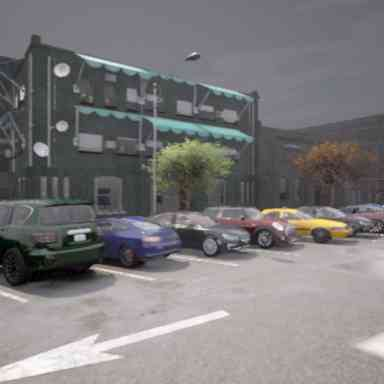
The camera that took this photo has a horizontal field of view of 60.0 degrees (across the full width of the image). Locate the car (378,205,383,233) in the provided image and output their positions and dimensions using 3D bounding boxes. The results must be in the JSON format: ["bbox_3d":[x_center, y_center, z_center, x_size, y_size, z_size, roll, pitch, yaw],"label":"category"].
[{"bbox_3d":[9.534,1.562,19.937,4.792,1.488,2.163,-1,-1,35],"label":"car"}]

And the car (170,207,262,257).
[{"bbox_3d":[-0.085,1.507,13.066,4.892,1.521,2.231,-1,-1,35],"label":"car"}]

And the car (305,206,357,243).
[{"bbox_3d":[4.895,1.514,16.396,5.366,1.575,1.946,-1,-1,34],"label":"car"}]

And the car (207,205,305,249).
[{"bbox_3d":[2.304,1.387,14.800,4.553,1.767,2.185,-1,-1,35],"label":"car"}]

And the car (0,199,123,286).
[{"bbox_3d":[-4.930,1.241,9.642,5.566,2.045,2.435,-1,-1,35],"label":"car"}]

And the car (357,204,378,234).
[{"bbox_3d":[7.144,1.527,18.208,4.892,1.521,2.231,-1,-1,35],"label":"car"}]

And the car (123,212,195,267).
[{"bbox_3d":[-2.491,1.539,11.346,4.674,1.452,2.002,-1,-1,34],"label":"car"}]
